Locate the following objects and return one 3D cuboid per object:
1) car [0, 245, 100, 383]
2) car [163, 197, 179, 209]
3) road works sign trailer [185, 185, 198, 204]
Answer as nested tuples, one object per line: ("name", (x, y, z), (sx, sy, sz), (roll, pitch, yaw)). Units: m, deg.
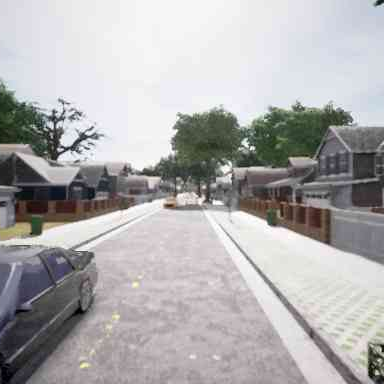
("car", (-2.853, 1.554, 4.830), (2.033, 1.411, 5.357), (0, 0, 0))
("car", (-2.844, 1.473, 45.345), (1.882, 1.535, 5.008), (0, 0, 0))
("road works sign trailer", (-0.007, 0.427, 61.327), (2.380, 3.560, 2.880), (0, 0, 0))
